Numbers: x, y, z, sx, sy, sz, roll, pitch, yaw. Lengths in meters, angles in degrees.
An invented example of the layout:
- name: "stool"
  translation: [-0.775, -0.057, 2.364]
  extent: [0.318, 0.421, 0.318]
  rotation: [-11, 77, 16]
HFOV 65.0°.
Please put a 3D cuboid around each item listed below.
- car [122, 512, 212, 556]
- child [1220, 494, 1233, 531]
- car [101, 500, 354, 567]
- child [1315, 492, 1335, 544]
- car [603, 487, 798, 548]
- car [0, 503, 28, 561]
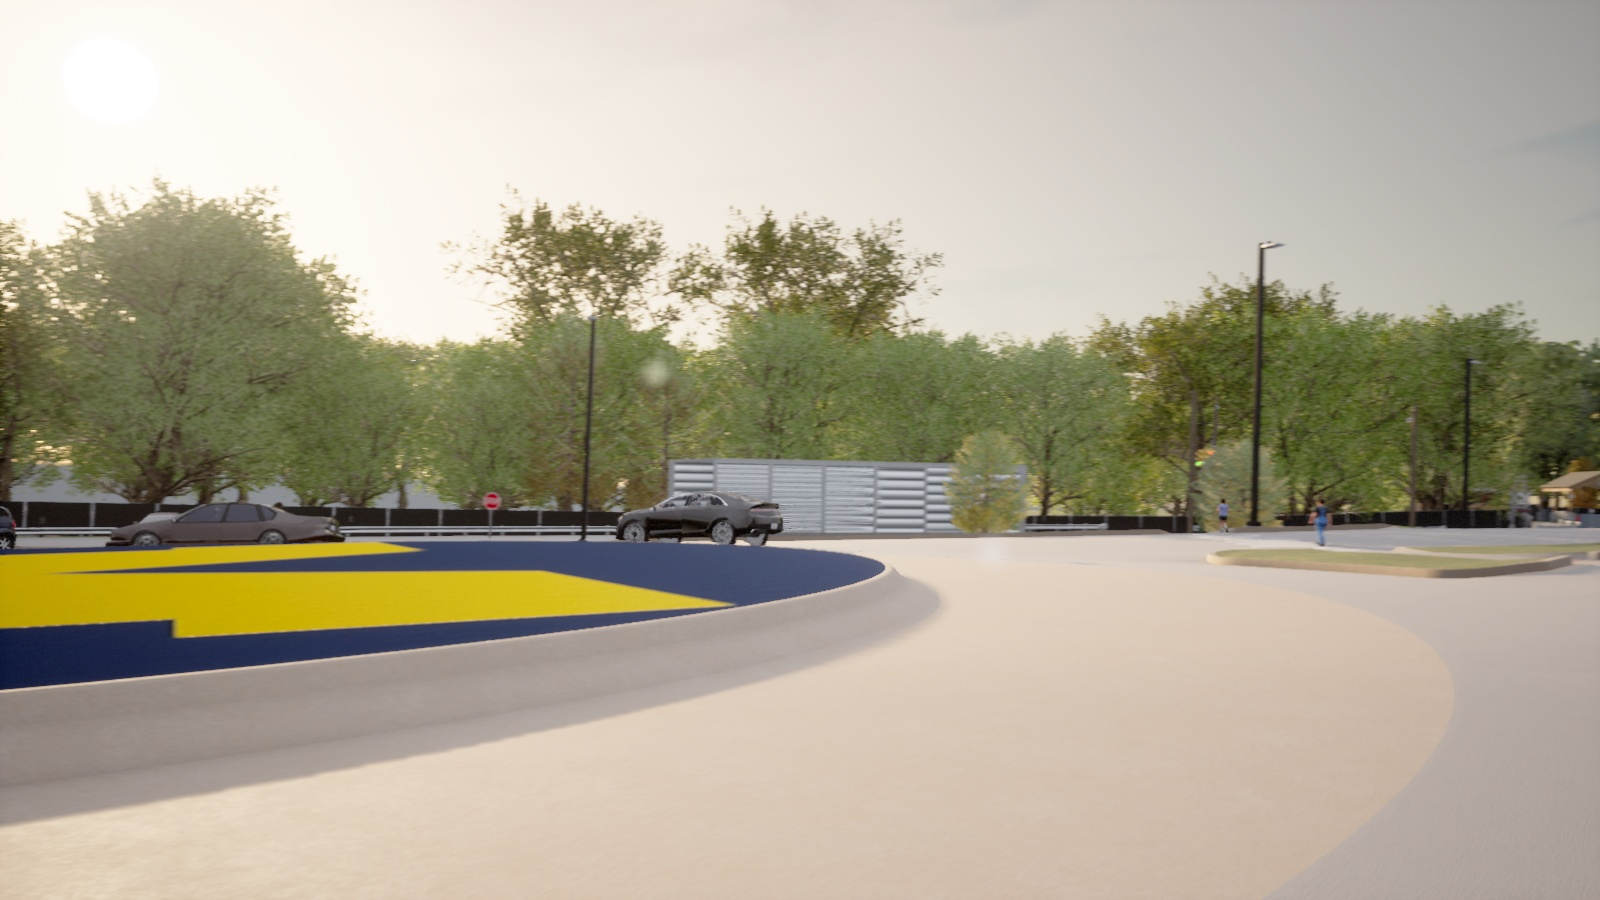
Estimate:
- name: "car"
  translation: [-23.166, 3.124, 46.144]
  extent: [1.812, 1.442, 4.674]
  rotation: [0, -5, -12]
- name: "child"
  translation: [12.933, 1.893, 38.077]
  extent: [0.255, 1.110, 0.394]
  rotation: [2, -2, 0]
- name: "car"
  translation: [-14.195, 2.106, 31.426]
  extent: [5.357, 1.411, 2.033]
  rotation: [-1, -8, -4]
- name: "child"
  translation: [13.049, 1.687, 31.208]
  extent: [0.270, 1.263, 0.437]
  rotation: [2, -2, -1]
- name: "car"
  translation: [-2.718, 1.859, 34.012]
  extent: [4.902, 1.511, 2.128]
  rotation: [-3, -4, 30]
- name: "car"
  translation: [-23.065, 2.228, 33.858]
  extent: [1.789, 1.549, 3.705]
  rotation: [1, -2, 10]
